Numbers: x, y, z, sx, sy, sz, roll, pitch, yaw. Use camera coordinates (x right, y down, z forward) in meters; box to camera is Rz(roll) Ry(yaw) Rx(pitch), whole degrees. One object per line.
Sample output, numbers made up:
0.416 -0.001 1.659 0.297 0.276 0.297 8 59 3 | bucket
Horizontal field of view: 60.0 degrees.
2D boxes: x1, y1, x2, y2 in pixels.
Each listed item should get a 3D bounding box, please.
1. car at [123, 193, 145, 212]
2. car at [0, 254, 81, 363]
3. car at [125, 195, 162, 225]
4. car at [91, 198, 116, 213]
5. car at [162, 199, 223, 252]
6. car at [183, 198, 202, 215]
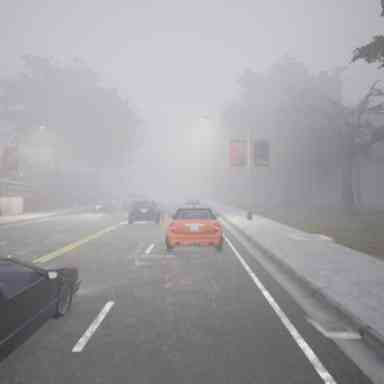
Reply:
-6.519 1.156 38.760 2.150 2.045 5.566 0 0 0 | car
-3.150 1.535 4.263 2.033 1.411 5.357 0 0 0 | car
-3.159 1.302 23.865 2.097 1.767 4.553 0 0 0 | car
-9.784 1.438 37.035 2.128 1.511 4.902 0 0 0 | car
0.091 1.316 13.901 2.097 1.767 4.553 0 0 0 | car
0.084 1.449 34.241 1.837 1.490 4.892 0 0 0 | car
